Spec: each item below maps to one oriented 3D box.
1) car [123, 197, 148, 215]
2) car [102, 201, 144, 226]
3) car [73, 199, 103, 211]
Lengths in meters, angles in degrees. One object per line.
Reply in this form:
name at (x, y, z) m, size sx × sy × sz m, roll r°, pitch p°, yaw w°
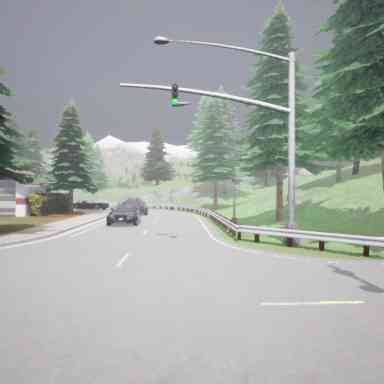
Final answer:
car at (-5.783, 1.321, 32.982) m, size 2.097 × 1.767 × 4.553 m, roll 0°, pitch 0°, yaw -21°
car at (-4.680, 1.542, 23.219) m, size 1.994 × 1.385 × 4.181 m, roll 0°, pitch 0°, yaw -4°
car at (-12.567, 1.566, 40.537) m, size 4.718 × 1.301 × 1.895 m, roll 0°, pitch 0°, yaw 13°
